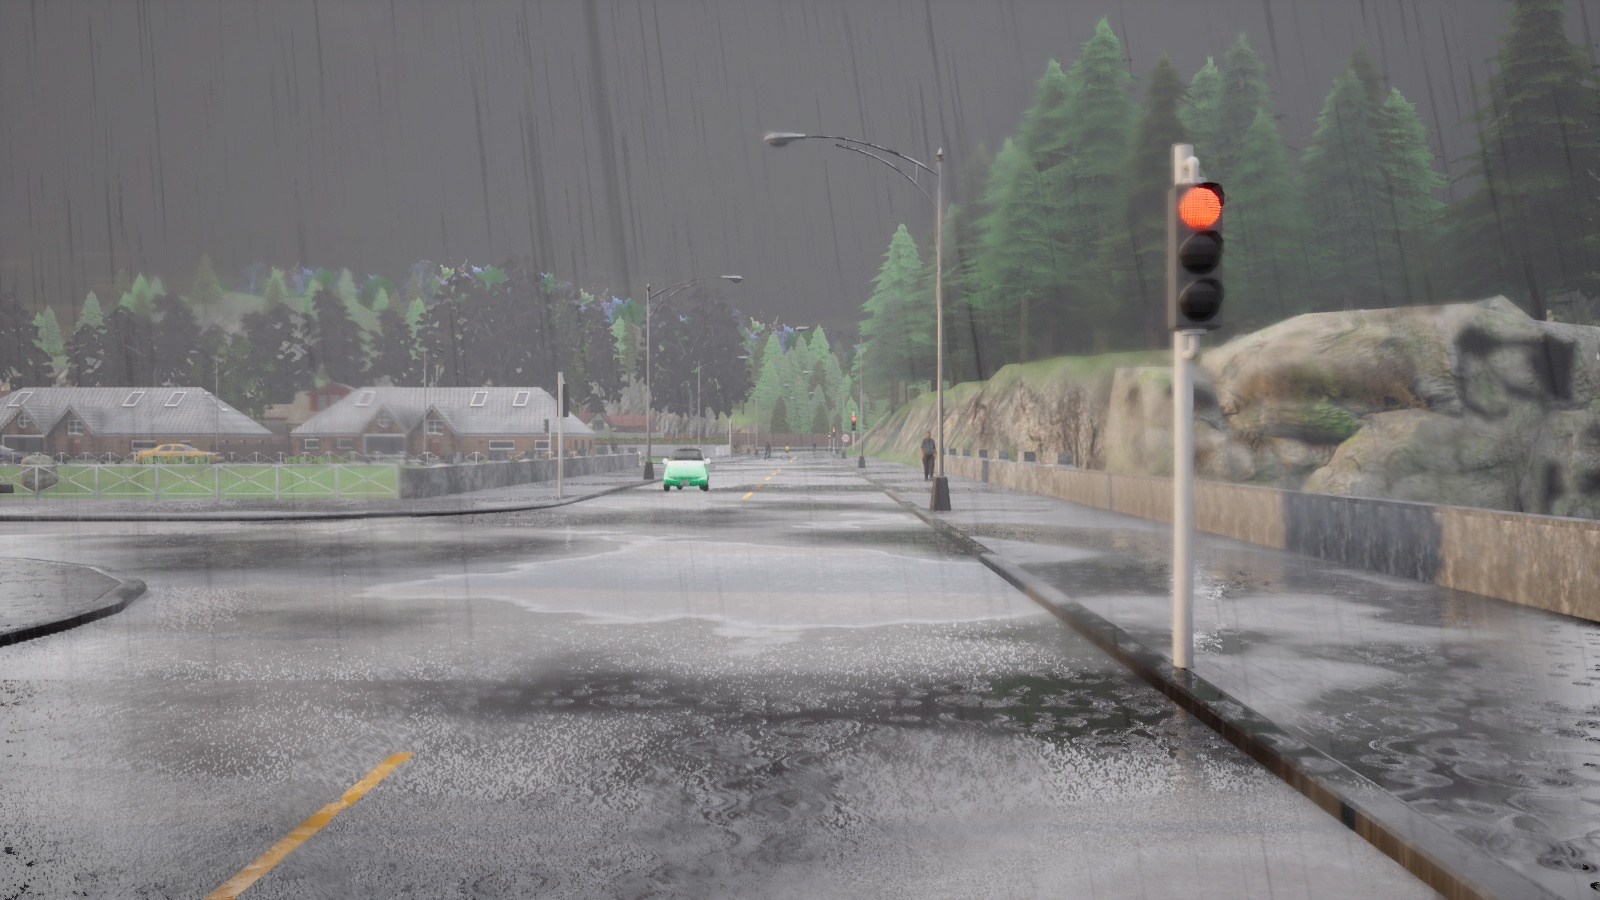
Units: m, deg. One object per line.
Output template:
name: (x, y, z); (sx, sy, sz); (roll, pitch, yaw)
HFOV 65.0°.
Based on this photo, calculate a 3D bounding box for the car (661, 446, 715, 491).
car: (-3.512, 0.575, 39.511); (1.481, 1.376, 2.207); (0, 0, 1)

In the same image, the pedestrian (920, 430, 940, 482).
pedestrian: (4.578, 0.210, 44.314); (0.540, 1.848, 0.694); (0, 0, -8)

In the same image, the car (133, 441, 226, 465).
car: (-41.433, 0.179, 83.896); (5.366, 1.575, 1.801); (0, 0, 1)
